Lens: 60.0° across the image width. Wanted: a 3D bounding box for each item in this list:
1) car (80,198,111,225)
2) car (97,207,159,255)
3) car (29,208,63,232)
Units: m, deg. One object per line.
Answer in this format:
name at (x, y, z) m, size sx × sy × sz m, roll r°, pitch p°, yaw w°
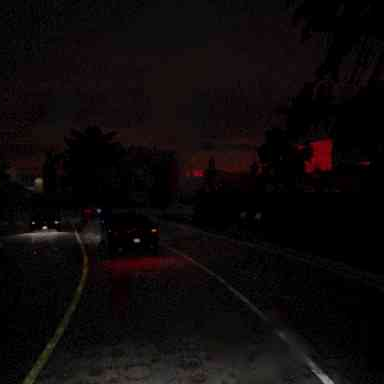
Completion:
car at (-7.791, 1.512, 27.013) m, size 2.150 × 2.045 × 5.566 m, roll 0°, pitch 0°, yaw -21°
car at (-2.807, 1.627, 14.323) m, size 1.882 × 1.535 × 5.008 m, roll 0°, pitch -1°, yaw -20°
car at (-9.838, 1.794, 22.578) m, size 2.033 × 1.411 × 5.357 m, roll 0°, pitch -1°, yaw -21°
